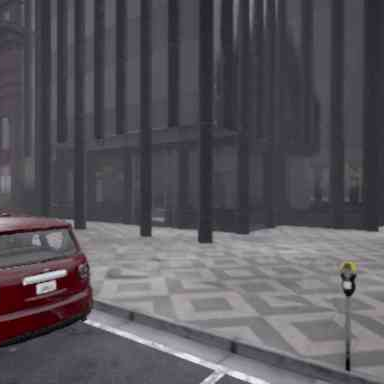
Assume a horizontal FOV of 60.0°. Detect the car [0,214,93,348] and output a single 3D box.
[{"bbox_3d":[-3.826,1.312,5.689,5.009,1.841,2.192,0,0,35],"label":"car"}]
